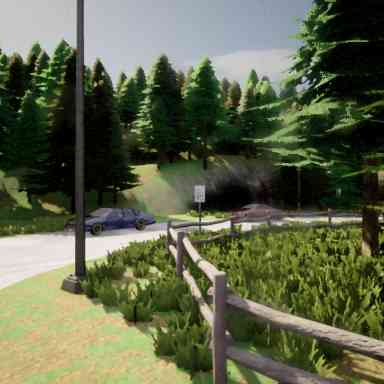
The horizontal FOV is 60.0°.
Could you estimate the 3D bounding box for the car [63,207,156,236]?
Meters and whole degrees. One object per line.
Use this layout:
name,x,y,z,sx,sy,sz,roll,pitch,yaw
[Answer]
car,-4.523,1.574,19.156,2.033,1.411,5.357,0,0,41

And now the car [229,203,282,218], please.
car,4.999,1.591,25.993,4.181,1.385,1.994,0,0,-22
